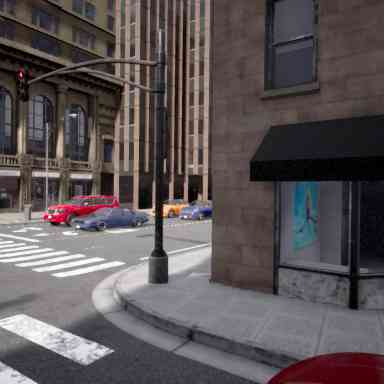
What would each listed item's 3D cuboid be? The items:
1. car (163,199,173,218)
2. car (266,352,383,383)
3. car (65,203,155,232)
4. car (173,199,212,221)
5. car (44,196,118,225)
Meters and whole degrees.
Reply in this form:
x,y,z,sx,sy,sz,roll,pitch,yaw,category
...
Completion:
x,y,z,sx,sy,sz,roll,pitch,yaw,category
-1.897,1.505,31.910,2.097,1.767,4.553,1,0,35,car
2.359,1.545,1.291,4.507,1.381,1.887,0,1,35,car
-5.136,1.659,21.632,2.033,1.411,5.357,1,0,35,car
0.742,1.552,30.013,2.097,1.767,4.553,1,0,35,car
-7.600,1.290,23.772,2.150,2.045,5.566,1,0,35,car
